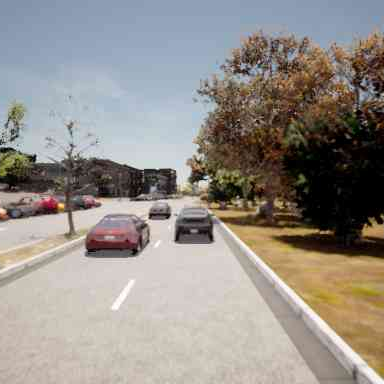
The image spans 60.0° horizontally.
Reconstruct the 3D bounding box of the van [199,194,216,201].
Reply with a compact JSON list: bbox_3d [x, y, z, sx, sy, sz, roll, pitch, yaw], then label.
[{"bbox_3d":[4.275,1.566,93.219,4.442,1.987,1.878,1,0,-14],"label":"van"}]

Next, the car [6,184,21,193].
[{"bbox_3d":[-43.205,-0.545,81.610,2.231,1.521,4.892,6,-3,-19],"label":"car"}]

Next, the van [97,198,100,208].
[{"bbox_3d":[-16.604,1.537,49.836,4.442,1.987,1.878,-1,-1,-19],"label":"van"}]

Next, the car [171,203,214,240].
[{"bbox_3d":[0.101,1.538,17.254,1.837,1.490,4.892,0,-1,0],"label":"car"}]

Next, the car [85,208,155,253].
[{"bbox_3d":[-2.899,1.586,13.722,1.994,1.385,4.181,0,0,0],"label":"car"}]

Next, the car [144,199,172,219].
[{"bbox_3d":[-2.898,1.667,30.900,2.033,1.411,5.357,0,0,0],"label":"car"}]

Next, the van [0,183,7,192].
[{"bbox_3d":[-46.150,-1.044,81.553,1.878,1.987,4.442,7,-3,-19],"label":"van"}]

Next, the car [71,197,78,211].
[{"bbox_3d":[-16.772,1.729,40.766,4.674,1.452,2.002,-1,0,-20],"label":"car"}]

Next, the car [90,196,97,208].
[{"bbox_3d":[-16.720,1.487,46.800,5.566,2.045,2.435,-1,-1,-20],"label":"car"}]

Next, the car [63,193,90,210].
[{"bbox_3d":[-16.792,1.463,43.764,5.566,2.045,2.435,-1,0,-20],"label":"car"}]

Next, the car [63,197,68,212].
[{"bbox_3d":[-16.961,1.664,37.699,5.366,1.575,1.946,-1,0,-20],"label":"car"}]

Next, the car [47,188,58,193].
[{"bbox_3d":[-34.166,0.021,81.557,2.435,2.045,5.566,6,-3,-19],"label":"car"}]

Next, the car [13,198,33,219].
[{"bbox_3d":[-16.805,1.596,28.761,4.892,1.521,2.231,-1,-1,-20],"label":"car"}]

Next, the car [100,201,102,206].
[{"bbox_3d":[-16.630,1.663,52.813,4.553,1.767,2.185,-1,0,-19],"label":"car"}]

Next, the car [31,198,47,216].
[{"bbox_3d":[-16.821,1.646,31.745,4.792,1.488,2.163,-1,0,-20],"label":"car"}]

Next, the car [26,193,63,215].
[{"bbox_3d":[-16.821,1.390,34.751,5.566,2.045,2.435,-1,0,-20],"label":"car"}]

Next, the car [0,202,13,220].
[{"bbox_3d":[-16.833,1.448,25.752,4.553,1.767,2.185,-1,-1,-20],"label":"car"}]

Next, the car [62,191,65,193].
[{"bbox_3d":[-31.172,0.583,81.493,2.002,1.452,4.674,6,-3,-19],"label":"car"}]

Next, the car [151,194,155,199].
[{"bbox_3d":[-13.808,1.841,93.612,5.366,1.575,1.946,-1,-1,-15],"label":"car"}]

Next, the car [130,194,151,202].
[{"bbox_3d":[-14.453,1.864,90.619,4.792,1.488,2.163,-1,0,-15],"label":"car"}]
